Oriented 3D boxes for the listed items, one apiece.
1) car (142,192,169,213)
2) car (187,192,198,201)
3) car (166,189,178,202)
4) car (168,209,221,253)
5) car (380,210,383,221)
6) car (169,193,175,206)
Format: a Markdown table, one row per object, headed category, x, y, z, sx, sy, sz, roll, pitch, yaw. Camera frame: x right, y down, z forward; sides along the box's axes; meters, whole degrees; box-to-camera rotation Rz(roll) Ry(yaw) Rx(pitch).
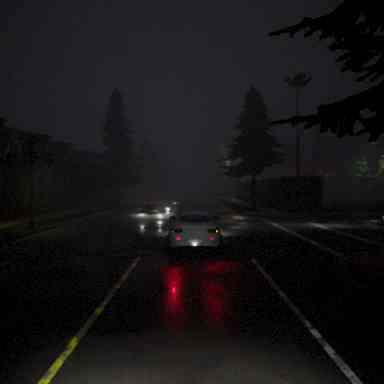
| category | x | y | z | sx | sy | sz | roll | pitch | yaw |
| --- | --- | --- | --- | --- | --- | --- | --- | --- | --- |
| car | -3.610 | 1.101 | 32.184 | 1.882 | 1.535 | 5.008 | 0 | 1 | 0 |
| car | 0.075 | 0.784 | 59.416 | 1.882 | 1.535 | 5.008 | 0 | 1 | 0 |
| car | -3.589 | 0.557 | 57.035 | 2.150 | 2.045 | 5.566 | 0 | 1 | 0 |
| car | 0.092 | 1.382 | 12.877 | 1.812 | 1.442 | 4.674 | 0 | 1 | 0 |
| car | 14.054 | 1.277 | 20.113 | 4.902 | 1.511 | 2.128 | 0 | 1 | 0 |
| car | -3.613 | 1.109 | 42.146 | 1.895 | 1.301 | 4.718 | 0 | 1 | 0 |
